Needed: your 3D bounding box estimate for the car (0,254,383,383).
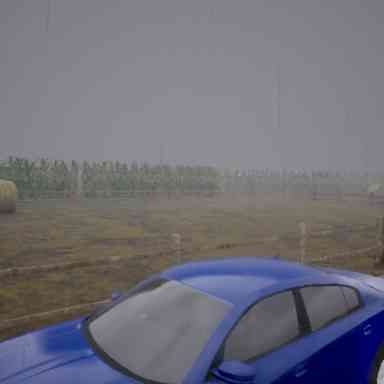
[{"bbox_3d":[0.281,1.477,3.274,5.008,1.535,1.882,0,0,-36],"label":"car"}]
